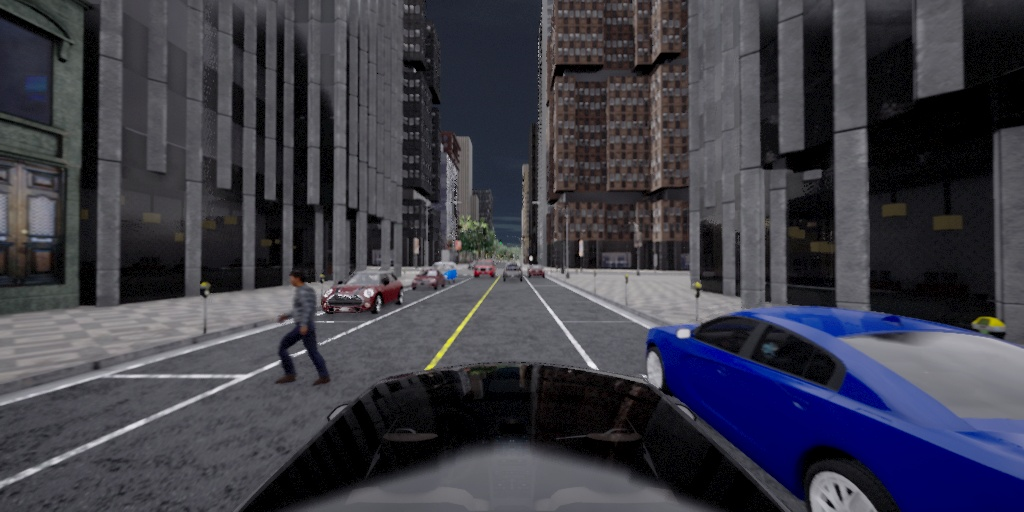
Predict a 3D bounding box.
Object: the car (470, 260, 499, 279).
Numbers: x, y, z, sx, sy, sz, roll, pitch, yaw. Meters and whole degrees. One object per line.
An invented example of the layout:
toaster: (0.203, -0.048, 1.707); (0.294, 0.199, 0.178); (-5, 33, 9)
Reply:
car: (-3.042, 1.453, 40.873); (2.150, 2.045, 5.566); (0, -1, 1)

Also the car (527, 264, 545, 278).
car: (2.761, 1.677, 41.498); (1.967, 1.591, 4.097); (0, 0, 0)

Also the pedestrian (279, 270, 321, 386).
pedestrian: (-3.275, 1.085, 5.549); (0.375, 1.860, 0.375); (0, -1, -10)

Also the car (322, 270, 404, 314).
car: (-5.763, 1.330, 14.294); (1.967, 1.591, 4.097); (0, 0, 0)

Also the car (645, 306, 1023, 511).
car: (3.000, 1.249, 3.652); (1.882, 1.535, 5.008); (0, -1, 0)

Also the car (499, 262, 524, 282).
car: (0.090, 1.644, 34.881); (2.128, 1.511, 4.902); (0, -1, 0)

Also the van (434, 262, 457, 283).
van: (-5.764, 1.438, 30.614); (1.690, 1.789, 3.998); (0, 0, 0)

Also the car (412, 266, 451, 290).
car: (-5.764, 1.609, 25.173); (1.802, 1.307, 4.207); (0, 0, 0)
